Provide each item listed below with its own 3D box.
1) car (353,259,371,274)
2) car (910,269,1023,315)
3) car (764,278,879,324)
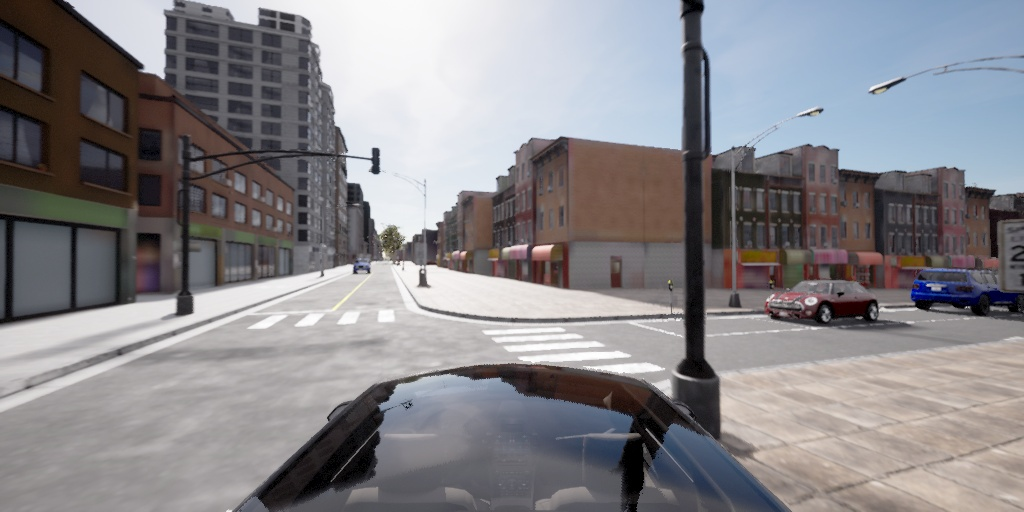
[{"bbox_3d":[-21.064,1.420,50.484,2.150,2.045,5.566,0,-1,-19],"label":"car"},{"bbox_3d":[22.247,1.687,17.522,5.566,2.045,2.150,1,-1,-19],"label":"car"},{"bbox_3d":[11.856,1.653,13.814,4.097,1.591,1.967,0,0,-19],"label":"car"}]
